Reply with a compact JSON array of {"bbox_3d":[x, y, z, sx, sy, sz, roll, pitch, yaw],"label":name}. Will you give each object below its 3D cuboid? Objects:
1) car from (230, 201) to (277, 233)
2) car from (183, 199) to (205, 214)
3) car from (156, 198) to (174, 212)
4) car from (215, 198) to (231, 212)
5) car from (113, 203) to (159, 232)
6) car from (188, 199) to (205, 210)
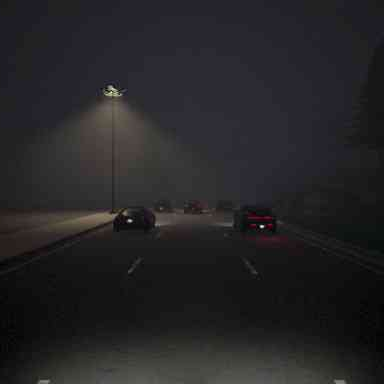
[{"bbox_3d":[3.605,1.505,19.539,1.837,1.490,4.892,0,0,0],"label":"car"},{"bbox_3d":[0.149,1.526,35.377,1.812,1.442,4.674,0,0,1],"label":"car"},{"bbox_3d":[-3.248,1.504,38.852,1.837,1.490,4.892,0,0,2],"label":"car"},{"bbox_3d":[3.762,1.478,39.095,1.882,1.535,5.008,0,0,2],"label":"car"},{"bbox_3d":[-3.396,1.564,20.172,1.994,1.385,4.181,0,0,0],"label":"car"},{"bbox_3d":[0.649,1.601,44.530,1.895,1.301,4.718,0,0,6],"label":"car"}]
